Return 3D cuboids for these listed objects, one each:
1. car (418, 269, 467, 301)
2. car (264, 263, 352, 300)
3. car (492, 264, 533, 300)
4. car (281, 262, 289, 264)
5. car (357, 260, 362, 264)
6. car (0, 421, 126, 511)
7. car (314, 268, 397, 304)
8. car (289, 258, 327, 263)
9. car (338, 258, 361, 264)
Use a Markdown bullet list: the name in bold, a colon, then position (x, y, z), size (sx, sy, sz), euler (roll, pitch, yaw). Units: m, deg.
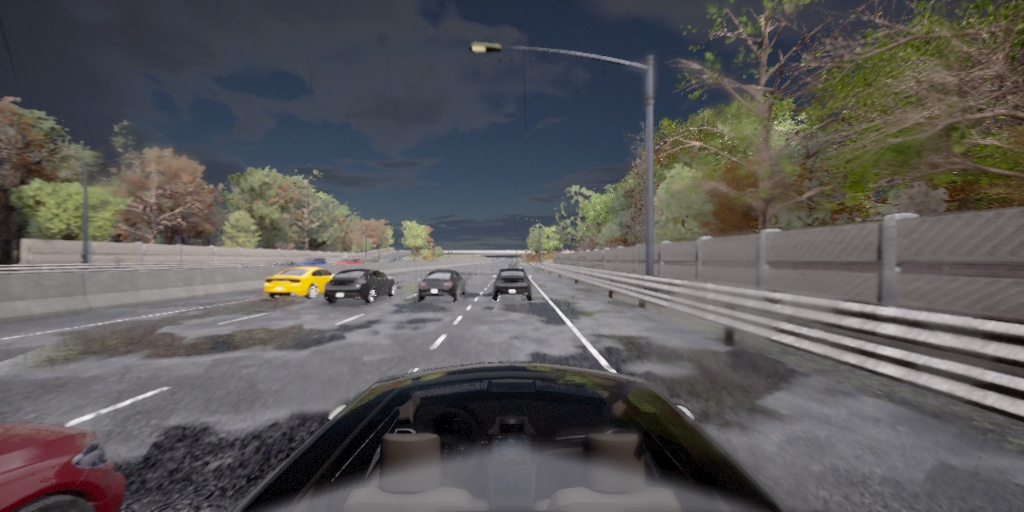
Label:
- **car**: position (-3.382, 1.381, 17.926), size (1.812, 1.442, 4.674), euler (0, 0, 0)
- **car**: position (-10.379, 1.308, 18.462), size (1.882, 1.535, 5.008), euler (0, 0, 0)
- **car**: position (0.018, 1.381, 18.779), size (1.837, 1.490, 4.892), euler (0, 0, 0)
- **car**: position (-31.482, 1.513, 50.313), size (1.837, 1.490, 4.892), euler (0, 0, 1)
- **car**: position (-20.980, 1.688, 53.931), size (1.895, 1.301, 4.718), euler (0, -1, 1)
- **car**: position (-3.400, 1.251, 0.304), size (1.812, 1.442, 4.674), euler (0, 0, 0)
- **car**: position (-6.884, 1.337, 16.778), size (1.837, 1.490, 4.892), euler (0, 0, 0)
- **car**: position (-27.983, 1.241, 50.071), size (2.150, 2.045, 5.566), euler (0, -1, 1)
- **car**: position (-24.477, 1.295, 53.852), size (2.150, 2.045, 5.566), euler (0, -1, 1)
